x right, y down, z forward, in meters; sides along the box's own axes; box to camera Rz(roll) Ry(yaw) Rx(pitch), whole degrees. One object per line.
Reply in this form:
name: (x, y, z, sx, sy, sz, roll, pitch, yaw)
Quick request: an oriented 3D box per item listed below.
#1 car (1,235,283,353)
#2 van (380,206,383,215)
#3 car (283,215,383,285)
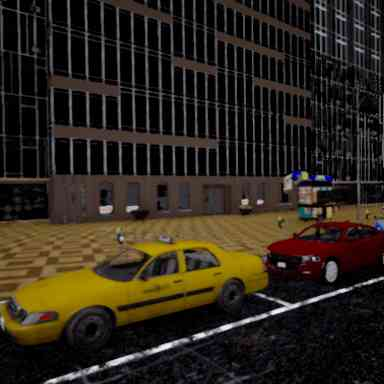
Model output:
car: (-0.691, 1.520, 6.081, 4.829, 1.417, 1.752, 0, -1, -35)
van: (8.604, 1.317, 12.714, 3.998, 1.788, 1.690, 0, -1, -35)
car: (4.027, 1.530, 9.445, 4.507, 1.381, 1.887, 0, -1, -35)
